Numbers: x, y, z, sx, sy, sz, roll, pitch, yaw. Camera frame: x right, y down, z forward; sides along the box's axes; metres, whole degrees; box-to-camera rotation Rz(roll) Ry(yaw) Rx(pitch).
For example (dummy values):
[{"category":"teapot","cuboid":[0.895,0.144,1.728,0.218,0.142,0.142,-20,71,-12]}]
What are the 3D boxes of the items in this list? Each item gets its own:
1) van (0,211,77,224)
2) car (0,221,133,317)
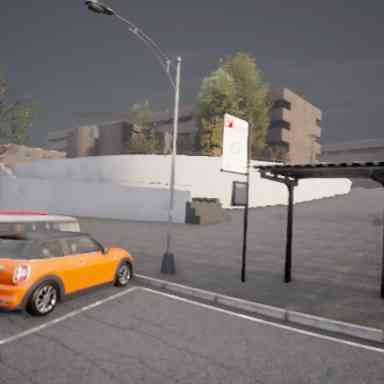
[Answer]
[{"category":"van","cuboid":[-5.727,1.744,10.834,1.878,1.987,4.442,1,-3,21]},{"category":"car","cuboid":[-3.440,1.832,8.925,2.185,1.767,4.553,1,-3,21]}]
